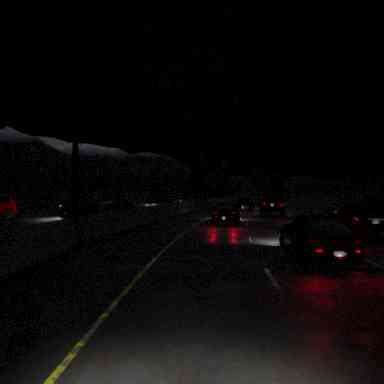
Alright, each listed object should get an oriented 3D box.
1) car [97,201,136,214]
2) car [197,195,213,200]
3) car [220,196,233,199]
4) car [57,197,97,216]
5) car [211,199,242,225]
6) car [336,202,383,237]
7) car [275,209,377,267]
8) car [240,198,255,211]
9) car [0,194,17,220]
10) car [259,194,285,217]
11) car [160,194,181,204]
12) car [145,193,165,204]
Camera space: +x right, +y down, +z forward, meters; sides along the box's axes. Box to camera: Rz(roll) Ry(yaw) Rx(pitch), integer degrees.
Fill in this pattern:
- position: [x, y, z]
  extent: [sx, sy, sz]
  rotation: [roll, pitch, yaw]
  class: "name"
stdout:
- position: [-6.900, 1.535, 31.671]
  extent: [1.994, 1.385, 4.181]
  rotation: [0, 0, 13]
  class: "car"
- position: [2.802, 1.452, 69.182]
  extent: [1.882, 1.535, 5.008]
  rotation: [0, 0, 26]
  class: "car"
- position: [7.452, 1.514, 70.572]
  extent: [2.033, 1.411, 5.357]
  rotation: [0, 0, 28]
  class: "car"
- position: [-10.583, 1.316, 31.158]
  extent: [2.097, 1.767, 4.553]
  rotation: [0, 0, 12]
  class: "car"
- position: [2.486, 1.519, 24.143]
  extent: [1.812, 1.442, 4.674]
  rotation: [0, 0, 10]
  class: "car"
- position: [8.408, 1.361, 16.817]
  extent: [2.097, 1.767, 4.553]
  rotation: [0, 0, 7]
  class: "car"
- position: [4.253, 1.529, 11.427]
  extent: [1.812, 1.442, 4.674]
  rotation: [0, 0, 5]
  class: "car"
- position: [6.594, 1.498, 40.849]
  extent: [1.837, 1.490, 4.892]
  rotation: [0, 0, 17]
  class: "car"
- position: [-15.436, 1.179, 24.423]
  extent: [2.150, 2.045, 5.566]
  rotation: [0, 0, 9]
  class: "car"
- position: [7.466, 1.222, 31.021]
  extent: [2.150, 2.045, 5.566]
  rotation: [0, 0, 13]
  class: "car"
- position: [-3.749, 1.526, 63.547]
  extent: [1.994, 1.385, 4.181]
  rotation: [0, 0, 24]
  class: "car"
- position: [-6.984, 1.176, 64.919]
  extent: [2.150, 2.045, 5.566]
  rotation: [0, 0, 24]
  class: "car"
